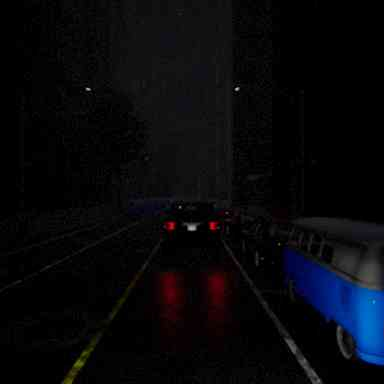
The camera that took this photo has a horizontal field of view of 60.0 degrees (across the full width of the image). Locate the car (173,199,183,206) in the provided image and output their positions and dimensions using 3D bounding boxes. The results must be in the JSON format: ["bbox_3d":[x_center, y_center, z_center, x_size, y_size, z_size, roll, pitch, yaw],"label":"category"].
[{"bbox_3d":[-3.004,2.243,70.963,1.994,1.385,4.181,0,-1,0],"label":"car"}]

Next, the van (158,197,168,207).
[{"bbox_3d":[-5.766,1.996,67.429,1.690,1.788,3.998,0,-1,0],"label":"van"}]

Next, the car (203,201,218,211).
[{"bbox_3d":[2.760,2.053,50.581,1.947,1.339,4.313,0,-1,0],"label":"car"}]

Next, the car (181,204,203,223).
[{"bbox_3d":[0.001,1.805,29.377,1.812,1.442,4.674,0,0,0],"label":"car"}]

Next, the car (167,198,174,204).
[{"bbox_3d":[-5.768,2.410,89.730,1.752,1.417,4.829,0,-1,0],"label":"car"}]

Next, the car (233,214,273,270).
[{"bbox_3d":[2.763,1.658,11.252,2.008,1.369,4.403,0,-1,0],"label":"car"}]

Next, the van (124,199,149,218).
[{"bbox_3d":[-5.764,1.663,33.721,1.690,1.788,3.998,0,-1,0],"label":"van"}]

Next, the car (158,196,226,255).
[{"bbox_3d":[0.000,1.350,14.015,2.150,2.045,5.566,0,0,0],"label":"car"}]

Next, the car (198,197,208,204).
[{"bbox_3d":[2.758,2.142,84.295,2.192,1.841,5.009,0,-1,0],"label":"car"}]

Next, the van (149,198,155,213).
[{"bbox_3d":[-5.764,1.717,39.339,1.690,1.788,3.998,0,-1,0],"label":"van"}]

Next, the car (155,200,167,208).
[{"bbox_3d":[-5.766,2.144,61.809,1.887,1.381,4.507,0,-1,0],"label":"car"}]

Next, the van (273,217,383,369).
[{"bbox_3d":[2.763,1.395,5.635,1.690,1.788,3.998,0,-1,0],"label":"van"}]

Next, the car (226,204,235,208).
[{"bbox_3d":[2.762,1.707,28.108,1.967,1.590,4.097,0,-1,0],"label":"car"}]

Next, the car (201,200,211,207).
[{"bbox_3d":[2.759,2.221,67.436,1.947,1.339,4.313,0,-1,0],"label":"car"}]

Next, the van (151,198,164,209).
[{"bbox_3d":[-5.765,1.884,56.193,1.690,1.788,3.998,0,-1,0],"label":"van"}]

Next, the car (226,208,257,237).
[{"bbox_3d":[2.762,1.711,16.870,2.008,1.369,4.403,0,-1,0],"label":"car"}]

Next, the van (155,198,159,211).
[{"bbox_3d":[-5.764,1.772,44.957,1.690,1.788,3.998,0,-1,0],"label":"van"}]

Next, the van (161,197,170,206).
[{"bbox_3d":[-5.766,2.053,73.048,1.690,1.788,3.998,0,-1,0],"label":"van"}]

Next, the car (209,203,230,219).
[{"bbox_3d":[2.761,1.849,33.896,1.752,1.417,4.829,0,-1,0],"label":"car"}]

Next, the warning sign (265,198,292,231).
[{"bbox_3d":[5.065,1.301,19.523,1.300,1.860,1.060,0,-1,0],"label":"warning sign"}]

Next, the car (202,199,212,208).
[{"bbox_3d":[2.759,2.126,61.988,1.752,1.417,4.829,0,-1,0],"label":"car"}]

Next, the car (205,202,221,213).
[{"bbox_3d":[2.760,1.997,44.963,1.947,1.339,4.313,0,-1,0],"label":"car"}]
